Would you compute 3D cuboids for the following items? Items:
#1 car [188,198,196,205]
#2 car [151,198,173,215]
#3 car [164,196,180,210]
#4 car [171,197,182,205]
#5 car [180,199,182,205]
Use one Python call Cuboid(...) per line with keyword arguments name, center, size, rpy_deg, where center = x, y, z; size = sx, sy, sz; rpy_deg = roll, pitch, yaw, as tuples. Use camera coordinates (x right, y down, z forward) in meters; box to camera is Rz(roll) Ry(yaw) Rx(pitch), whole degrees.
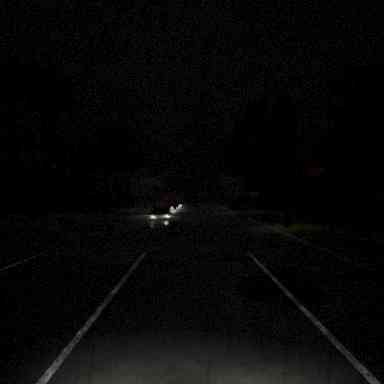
Cuboid(name="car", center=(0.014, 2.150, 76.114), size=(1.882, 1.535, 5.008), rpy_deg=(0, -1, 0))
Cuboid(name="car", center=(-3.588, 1.817, 38.718), size=(1.882, 1.535, 5.008), rpy_deg=(0, -1, 0))
Cuboid(name="car", center=(-3.540, 1.690, 52.792), size=(2.150, 2.045, 5.566), rpy_deg=(0, -1, 1))
Cuboid(name="car", center=(-3.486, 2.023, 75.826), size=(2.097, 1.767, 4.553), rpy_deg=(0, -1, 0))
Cuboid(name="car", center=(-3.488, 2.073, 65.684), size=(2.128, 1.511, 4.902), rpy_deg=(0, -1, 0))
